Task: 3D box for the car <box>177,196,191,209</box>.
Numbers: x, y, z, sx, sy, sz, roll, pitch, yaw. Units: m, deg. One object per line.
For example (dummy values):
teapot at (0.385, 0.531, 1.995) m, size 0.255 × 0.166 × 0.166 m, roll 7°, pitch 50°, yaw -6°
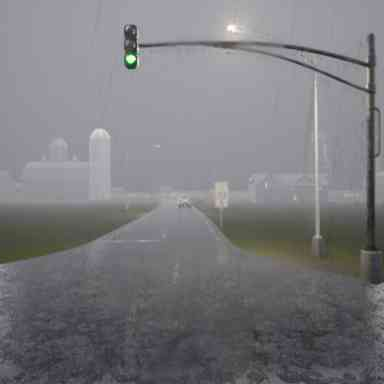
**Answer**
car at (-1.106, 1.835, 51.874) m, size 1.812 × 1.442 × 4.674 m, roll 0°, pitch 0°, yaw -3°
